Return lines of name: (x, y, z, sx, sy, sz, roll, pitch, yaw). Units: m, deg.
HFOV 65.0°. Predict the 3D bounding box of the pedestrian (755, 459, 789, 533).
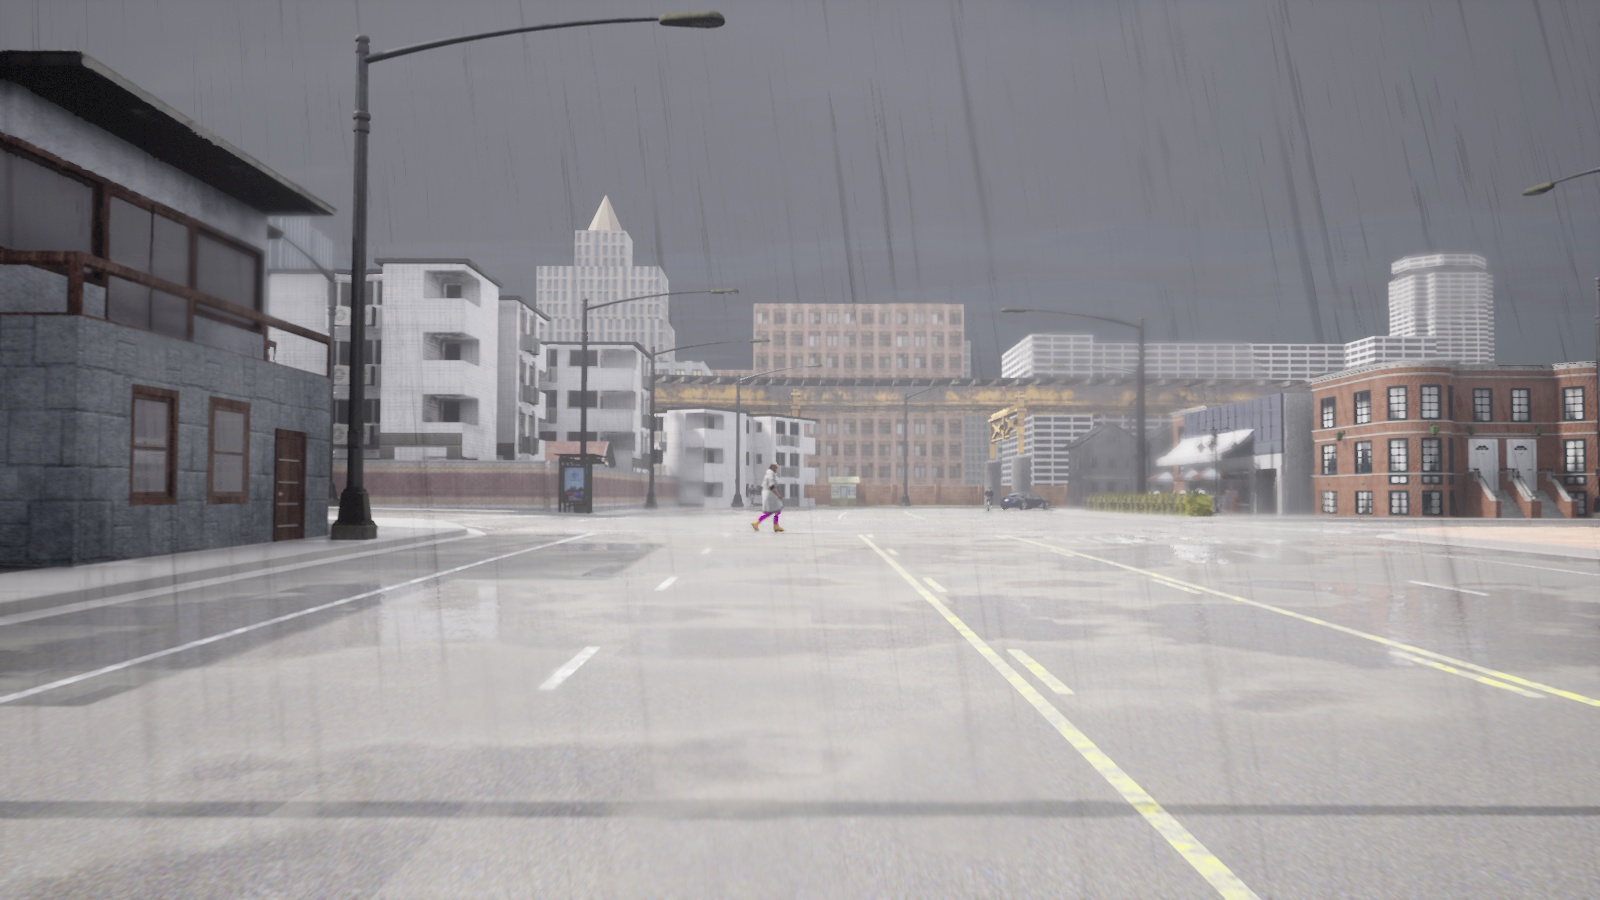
pedestrian: (-0.751, 1.221, 33.483, 0.873, 1.952, 0.659, 0, -2, -4)
